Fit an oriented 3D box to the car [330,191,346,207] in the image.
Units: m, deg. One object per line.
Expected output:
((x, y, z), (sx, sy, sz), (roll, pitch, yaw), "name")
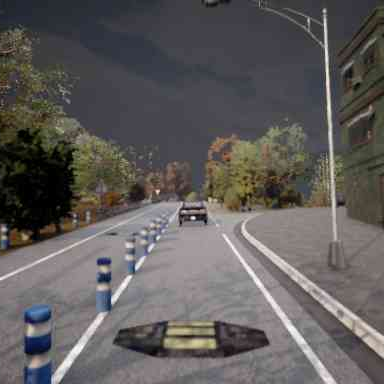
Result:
((18.263, 0.904, 37.332), (5.566, 2.045, 2.150), (0, -6, -15), "car")

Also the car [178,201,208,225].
((0.070, 1.367, 22.701), (2.128, 1.511, 4.902), (-2, 0, 0), "car")
